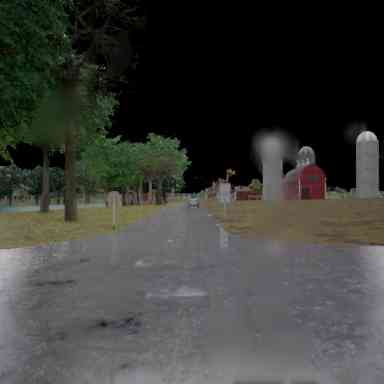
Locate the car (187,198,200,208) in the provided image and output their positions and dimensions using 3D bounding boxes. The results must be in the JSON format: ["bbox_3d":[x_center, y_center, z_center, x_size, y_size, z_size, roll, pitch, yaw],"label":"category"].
[{"bbox_3d":[0.246,1.877,55.553,2.128,1.511,4.902,0,-1,0],"label":"car"}]

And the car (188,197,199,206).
[{"bbox_3d":[0.292,1.903,65.946,2.097,1.767,4.553,0,-1,0],"label":"car"}]
